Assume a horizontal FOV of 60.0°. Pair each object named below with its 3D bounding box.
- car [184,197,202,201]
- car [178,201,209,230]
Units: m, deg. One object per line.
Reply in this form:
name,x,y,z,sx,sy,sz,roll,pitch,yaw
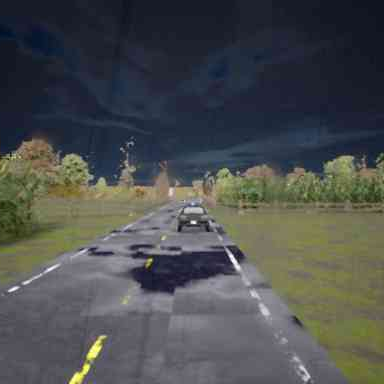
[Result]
car,0.091,1.366,38.056,2.097,1.767,4.553,0,0,0
car,0.095,1.534,20.789,1.812,1.442,4.674,0,0,0
